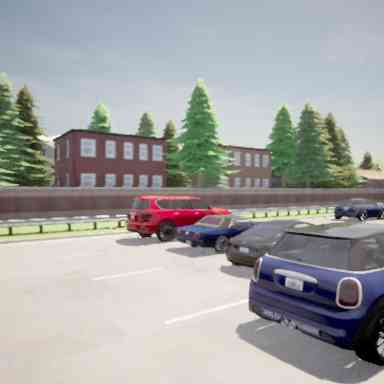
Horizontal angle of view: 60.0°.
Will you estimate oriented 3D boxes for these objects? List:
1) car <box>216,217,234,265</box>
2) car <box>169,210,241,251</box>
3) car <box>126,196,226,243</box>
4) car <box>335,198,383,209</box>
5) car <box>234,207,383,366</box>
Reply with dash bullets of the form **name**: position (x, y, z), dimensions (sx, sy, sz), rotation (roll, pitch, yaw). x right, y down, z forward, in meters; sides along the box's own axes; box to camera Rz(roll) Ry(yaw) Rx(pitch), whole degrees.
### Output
- **car**: position (3.053, 1.539, 10.223), dimensions (4.181, 1.385, 1.994), rotation (0, 0, -35)
- **car**: position (1.688, 1.574, 13.548), dimensions (4.718, 1.301, 1.895), rotation (0, 0, -36)
- **car**: position (-0.453, 1.194, 16.320), dimensions (5.566, 2.045, 2.150), rotation (0, 0, -35)
- **car**: position (13.217, 1.275, 26.070), dimensions (4.553, 1.767, 2.097), rotation (0, 0, -35)
- **car**: position (3.201, 1.334, 6.029), dimensions (4.553, 1.767, 2.097), rotation (0, 0, -35)
